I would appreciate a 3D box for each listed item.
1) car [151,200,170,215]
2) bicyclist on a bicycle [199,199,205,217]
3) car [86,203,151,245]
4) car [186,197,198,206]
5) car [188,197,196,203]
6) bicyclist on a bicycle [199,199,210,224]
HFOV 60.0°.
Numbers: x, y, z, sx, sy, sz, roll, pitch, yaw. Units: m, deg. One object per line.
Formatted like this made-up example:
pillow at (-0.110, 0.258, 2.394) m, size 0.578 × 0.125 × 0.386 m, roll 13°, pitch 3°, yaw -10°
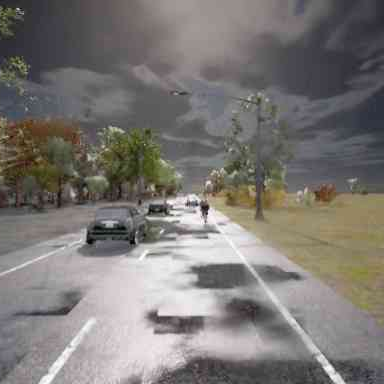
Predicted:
car at (-3.406, 1.577, 34.962) m, size 1.882 × 1.535 × 5.008 m, roll 0°, pitch 0°, yaw 0°
bicyclist on a bicycle at (0.960, 1.545, 32.256) m, size 0.582 × 1.620 × 1.656 m, roll 0°, pitch 0°, yaw 0°
car at (-3.404, 1.397, 15.865) m, size 2.097 × 1.767 × 4.553 m, roll 0°, pitch 0°, yaw 0°
car at (0.056, 1.728, 57.058) m, size 1.994 × 1.385 × 4.181 m, roll 0°, pitch 0°, yaw 0°
car at (-0.009, 1.812, 74.865) m, size 1.895 × 1.301 × 4.718 m, roll 0°, pitch 0°, yaw 0°
bicyclist on a bicycle at (0.962, 1.437, 23.465) m, size 0.659 × 1.776 × 1.843 m, roll 0°, pitch 0°, yaw 0°
